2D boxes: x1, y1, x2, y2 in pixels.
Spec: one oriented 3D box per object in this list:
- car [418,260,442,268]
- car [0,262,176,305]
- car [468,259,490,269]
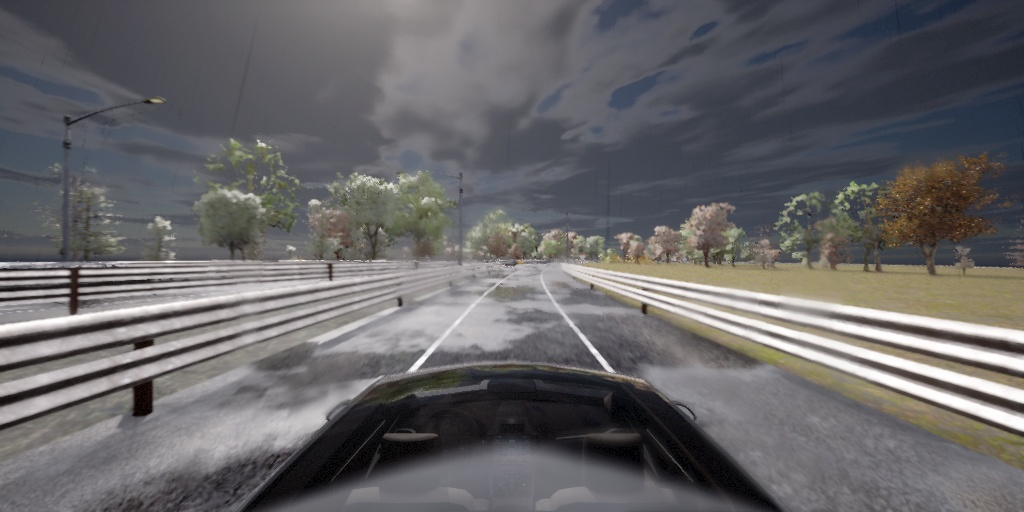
[{"bbox_3d":[-11.606,1.255,50.462,1.882,1.535,5.008,0,0,14],"label":"car"},{"bbox_3d":[-16.101,0.961,13.987,2.128,1.511,4.902,0,0,11],"label":"car"},{"bbox_3d":[-5.730,1.220,59.389,2.097,1.767,4.553,0,0,15],"label":"car"}]
